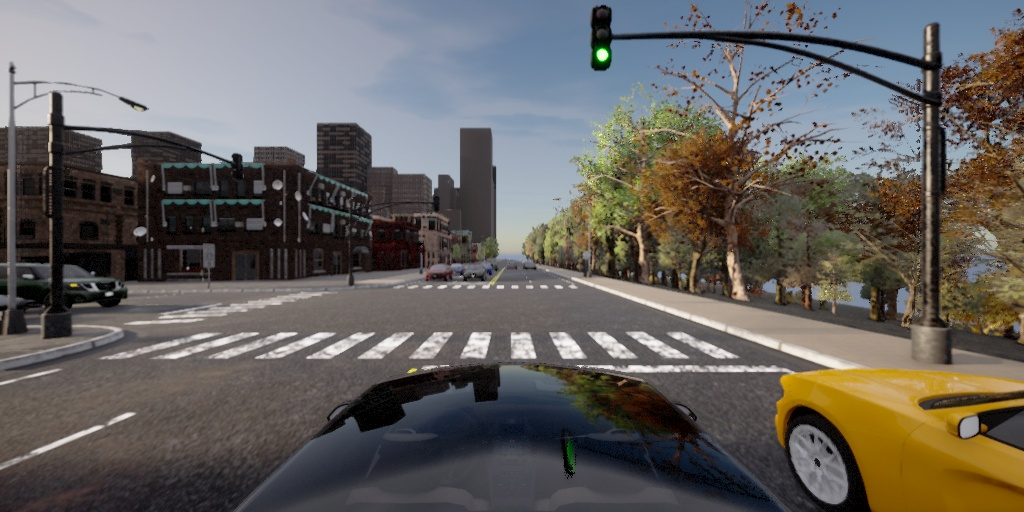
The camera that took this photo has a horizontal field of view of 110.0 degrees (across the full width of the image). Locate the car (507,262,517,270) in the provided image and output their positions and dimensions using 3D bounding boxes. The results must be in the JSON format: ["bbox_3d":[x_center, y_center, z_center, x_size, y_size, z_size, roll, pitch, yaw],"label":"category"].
[{"bbox_3d":[0.045,1.764,65.143,2.128,1.511,4.902,0,0,0],"label":"car"}]

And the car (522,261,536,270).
[{"bbox_3d":[3.292,1.824,63.619,1.994,1.385,4.181,0,0,1],"label":"car"}]

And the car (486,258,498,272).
[{"bbox_3d":[-3.375,1.423,57.695,2.150,2.045,5.566,0,1,0],"label":"car"}]

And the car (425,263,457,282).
[{"bbox_3d":[-6.631,1.488,33.091,1.882,1.535,5.008,0,0,-2],"label":"car"}]

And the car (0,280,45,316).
[{"bbox_3d":[-19.956,1.658,12.619,4.313,1.339,1.948,0,0,0],"label":"car"}]

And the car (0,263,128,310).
[{"bbox_3d":[-20.006,1.311,15.329,5.566,2.045,2.150,-1,0,0],"label":"car"}]

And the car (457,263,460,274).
[{"bbox_3d":[-6.633,1.620,43.364,1.812,1.442,4.674,0,0,0],"label":"car"}]

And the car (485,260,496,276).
[{"bbox_3d":[-3.384,1.575,43.719,1.882,1.535,5.008,0,0,0],"label":"car"}]

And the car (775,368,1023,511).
[{"bbox_3d":[3.352,1.224,1.251,1.882,1.535,5.008,0,0,0],"label":"car"}]

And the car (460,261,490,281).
[{"bbox_3d":[-3.376,1.518,33.438,1.837,1.490,4.892,0,0,0],"label":"car"}]
